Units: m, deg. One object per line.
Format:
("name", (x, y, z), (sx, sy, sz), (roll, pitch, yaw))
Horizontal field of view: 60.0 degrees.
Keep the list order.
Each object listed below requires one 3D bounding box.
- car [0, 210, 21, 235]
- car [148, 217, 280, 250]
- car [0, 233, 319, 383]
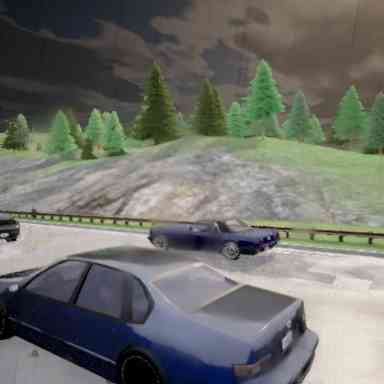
("car", (-9.639, 1.501, 14.933), (4.892, 1.490, 1.837), (0, 0, 34))
("car", (0.625, 1.579, 12.131), (4.718, 1.301, 1.895), (0, 0, 35))
("car", (-1.097, 1.541, 4.798), (5.357, 1.411, 2.033), (0, 0, 35))
